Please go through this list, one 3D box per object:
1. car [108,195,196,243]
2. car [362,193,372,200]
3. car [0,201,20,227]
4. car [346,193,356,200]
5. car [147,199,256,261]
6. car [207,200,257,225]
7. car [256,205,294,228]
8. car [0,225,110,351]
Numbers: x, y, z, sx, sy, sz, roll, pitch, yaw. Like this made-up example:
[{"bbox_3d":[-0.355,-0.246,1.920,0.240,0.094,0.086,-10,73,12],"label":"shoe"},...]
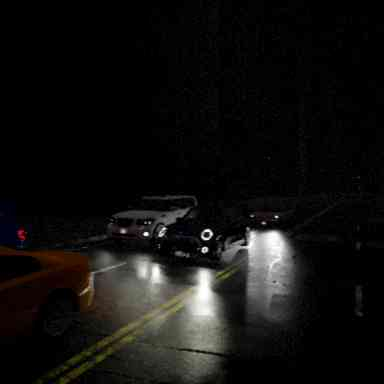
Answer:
[{"bbox_3d":[-1.451,1.169,15.438,2.150,2.045,5.566,0,0,26],"label":"car"},{"bbox_3d":[38.415,0.967,72.949,1.882,1.535,5.008,0,0,27],"label":"car"},{"bbox_3d":[-6.010,1.212,6.300,2.150,2.045,5.566,0,0,28],"label":"car"},{"bbox_3d":[35.510,1.030,74.407,2.033,1.411,5.357,0,0,27],"label":"car"},{"bbox_3d":[0.592,1.306,12.261,2.097,1.767,4.553,0,0,27],"label":"car"},{"bbox_3d":[3.075,1.395,24.434,2.128,1.511,4.902,0,0,27],"label":"car"},{"bbox_3d":[5.206,1.512,21.448,1.895,1.301,4.718,0,0,27],"label":"car"},{"bbox_3d":[-3.476,1.471,4.157,1.882,1.535,5.008,0,0,27],"label":"car"}]
